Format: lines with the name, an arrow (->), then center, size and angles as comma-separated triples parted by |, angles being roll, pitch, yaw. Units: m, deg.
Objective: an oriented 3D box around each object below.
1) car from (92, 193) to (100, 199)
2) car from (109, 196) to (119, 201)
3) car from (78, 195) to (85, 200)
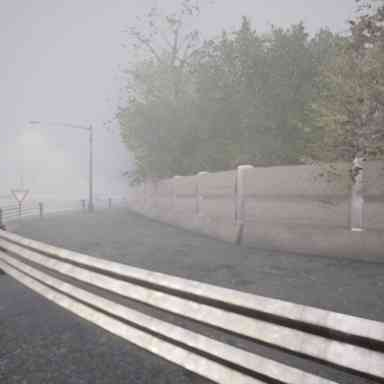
car -> -25.555, 1.276, 87.788 | 2.150, 2.045, 5.566 | 0, 0, -19
car -> -20.600, 1.636, 87.687 | 1.895, 1.301, 4.718 | 0, 0, -3
car -> -28.906, 1.595, 86.786 | 2.033, 1.411, 5.357 | 0, 0, -19
